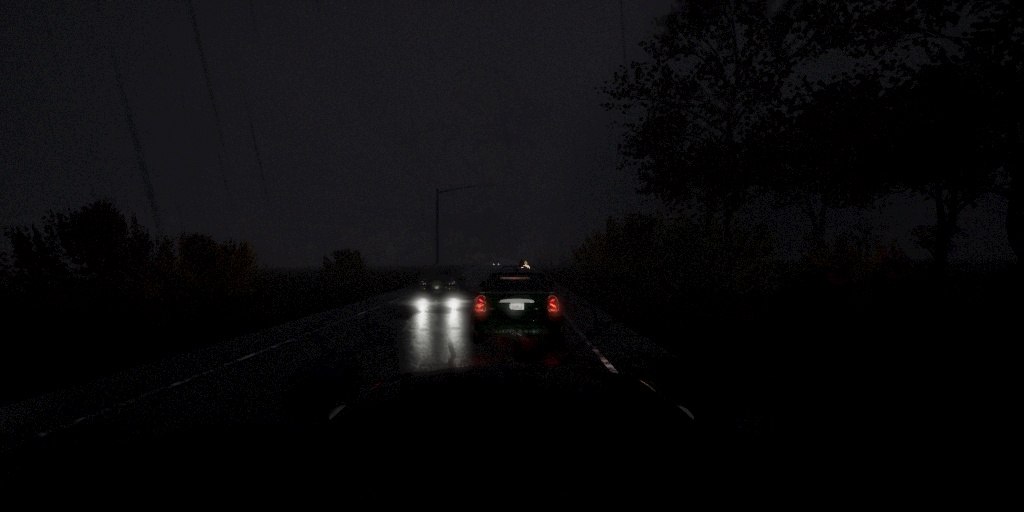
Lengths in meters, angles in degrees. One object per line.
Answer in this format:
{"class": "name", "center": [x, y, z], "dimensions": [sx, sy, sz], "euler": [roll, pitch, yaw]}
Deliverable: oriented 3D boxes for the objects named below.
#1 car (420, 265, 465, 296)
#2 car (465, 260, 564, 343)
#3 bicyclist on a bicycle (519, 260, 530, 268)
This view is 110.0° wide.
{"class": "car", "center": [-3.581, 1.248, 19.429], "dimensions": [1.837, 1.490, 4.892], "euler": [0, 0, 0]}
{"class": "car", "center": [0.114, 1.099, 9.787], "dimensions": [2.097, 1.767, 4.553], "euler": [0, 0, 0]}
{"class": "bicyclist on a bicycle", "center": [0.977, 1.177, 25.610], "dimensions": [0.866, 1.612, 1.509], "euler": [0, 0, 1]}
